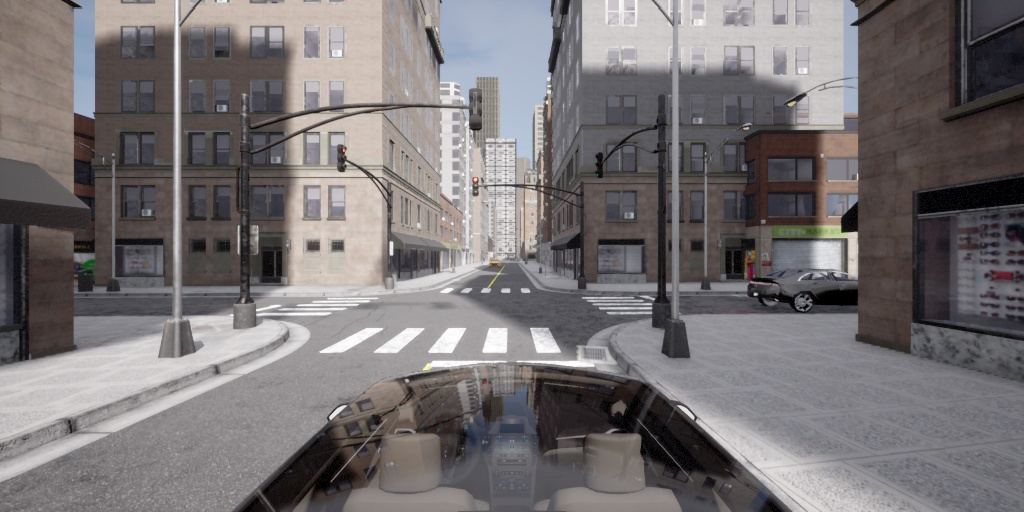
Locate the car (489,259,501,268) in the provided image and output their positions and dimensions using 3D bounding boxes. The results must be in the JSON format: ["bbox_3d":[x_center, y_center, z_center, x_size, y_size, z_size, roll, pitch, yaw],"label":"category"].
[{"bbox_3d":[-2.978,1.207,62.939,1.882,1.535,5.008,0,0,0],"label":"car"}]

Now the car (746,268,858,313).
[{"bbox_3d":[11.431,1.209,13.251,4.902,1.511,2.128,0,0,0],"label":"car"}]
